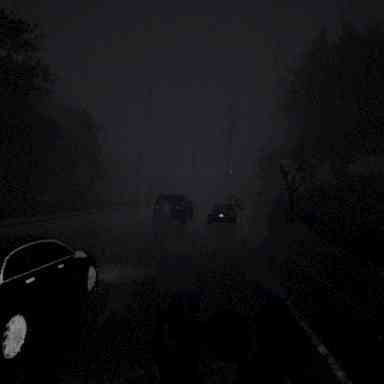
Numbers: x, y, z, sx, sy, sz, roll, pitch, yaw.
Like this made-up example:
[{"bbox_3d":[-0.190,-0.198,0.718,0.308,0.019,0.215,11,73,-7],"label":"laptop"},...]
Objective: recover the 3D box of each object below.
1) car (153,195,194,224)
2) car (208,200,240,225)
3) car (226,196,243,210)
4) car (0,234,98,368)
[{"bbox_3d":[-1.259,1.202,24.615,2.150,2.045,5.566,0,0,8],"label":"car"},{"bbox_3d":[2.258,1.555,24.290,1.994,1.385,4.181,0,0,8],"label":"car"},{"bbox_3d":[5.265,1.301,41.426,2.097,1.767,4.553,0,0,11],"label":"car"},{"bbox_3d":[-3.142,1.495,5.743,1.837,1.490,4.892,0,0,2],"label":"car"}]
